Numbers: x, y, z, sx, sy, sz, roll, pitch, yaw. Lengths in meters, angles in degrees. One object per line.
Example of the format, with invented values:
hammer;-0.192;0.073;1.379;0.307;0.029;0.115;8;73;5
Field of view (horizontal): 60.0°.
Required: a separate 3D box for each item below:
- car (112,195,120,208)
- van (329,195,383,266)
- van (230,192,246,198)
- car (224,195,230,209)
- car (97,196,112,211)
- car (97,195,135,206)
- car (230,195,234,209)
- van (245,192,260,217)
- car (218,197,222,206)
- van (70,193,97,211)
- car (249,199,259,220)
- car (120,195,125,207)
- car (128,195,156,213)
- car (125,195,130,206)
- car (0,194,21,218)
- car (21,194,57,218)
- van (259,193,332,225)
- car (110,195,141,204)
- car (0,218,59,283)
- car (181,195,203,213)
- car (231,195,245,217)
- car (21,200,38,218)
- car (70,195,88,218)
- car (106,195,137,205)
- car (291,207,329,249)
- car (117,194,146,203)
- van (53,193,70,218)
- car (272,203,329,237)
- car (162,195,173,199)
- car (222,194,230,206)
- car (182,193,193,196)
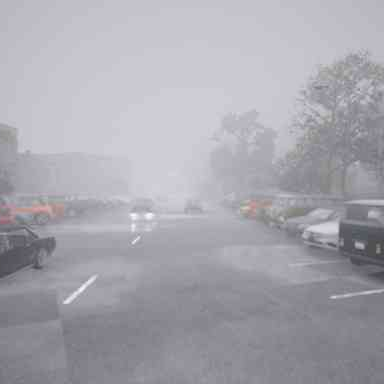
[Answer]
car;-11.399;1.294;39.038;4.892;1.521;2.231;-1;0;-20
van;6.514;1.194;9.627;4.442;1.987;1.878;1;0;-20
van;6.526;1.083;33.183;4.442;1.987;1.878;1;0;-20
car;6.446;1.330;36.093;4.792;1.488;2.163;1;0;-20
car;-11.427;1.175;36.098;4.553;1.767;2.185;-1;0;-20
car;-11.558;1.267;50.706;5.366;1.575;1.946;-1;0;-20
car;6.408;1.317;30.194;4.892;1.521;2.231;1;0;-20
van;6.524;1.115;24.347;4.442;1.987;1.878;1;0;-20
car;6.450;1.309;44.929;4.792;1.488;2.163;1;0;-20
van;-11.294;1.089;30.281;4.442;1.987;1.878;-1;0;-20
car;6.406;1.391;21.365;4.674;1.452;2.002;1;0;-20
car;-11.364;1.316;41.985;4.792;1.488;2.163;-1;0;-20
car;-5.018;1.324;34.663;1.837;1.490;4.892;0;0;1
car;-11.400;1.281;44.911;4.892;1.521;2.231;-1;0;-20
car;-11.436;1.131;15.557;5.566;2.045;2.435;-1;1;-20
car;-11.375;1.225;21.444;4.553;1.767;2.185;-1;1;-20
van;6.304;1.140;18.371;4.442;1.987;1.878;1;1;-20
car;-11.390;1.256;56.643;4.892;1.521;2.231;-1;0;-20
car;-5.096;1.544;8.018;1.895;1.301;4.718;0;0;0
car;0.123;1.365;34.897;2.033;1.411;5.357;0;0;0
car;6.240;1.322;27.184;5.366;1.575;1.946;1;0;-20
car;-11.407;1.406;18.507;4.674;1.452;2.002;-1;0;-20
car;-11.393;1.327;27.304;5.008;1.535;2.097;-1;1;-20
car;-11.387;1.301;53.710;4.674;1.452;2.002;-1;0;-20
car;6.410;1.439;12.525;4.674;1.452;2.002;1;1;-20
car;-11.377;1.244;62.506;4.892;1.521;2.231;-1;0;-20
van;-11.512;1.115;24.326;4.442;1.987;1.878;-1;1;-20
car;6.409;1.423;15.471;4.674;1.452;2.002;1;1;-20
car;-4.965;1.036;58.380;1.994;1.385;4.181;0;0;0
car;6.395;1.166;39.016;4.553;1.767;2.185;1;0;-20
car;0.057;1.280;47.925;2.128;1.511;4.902;0;0;1
